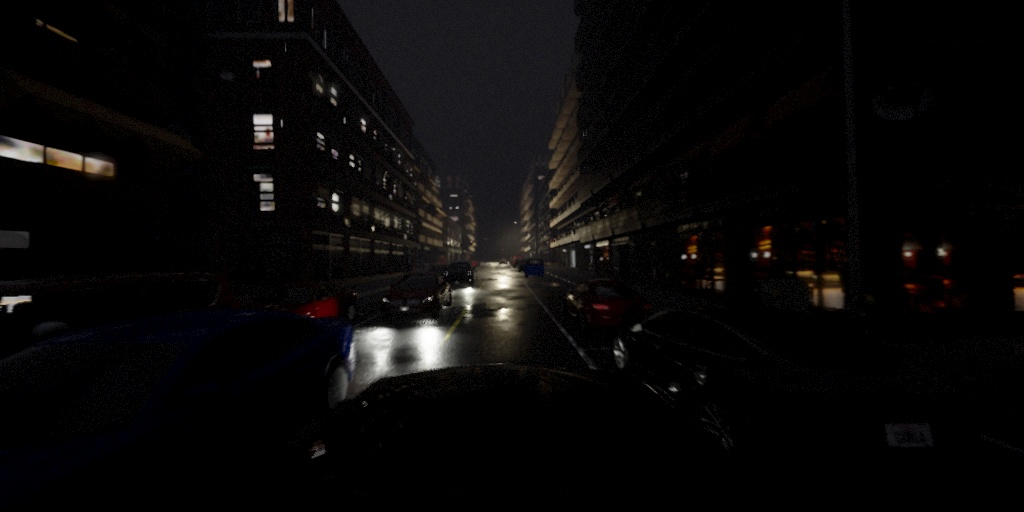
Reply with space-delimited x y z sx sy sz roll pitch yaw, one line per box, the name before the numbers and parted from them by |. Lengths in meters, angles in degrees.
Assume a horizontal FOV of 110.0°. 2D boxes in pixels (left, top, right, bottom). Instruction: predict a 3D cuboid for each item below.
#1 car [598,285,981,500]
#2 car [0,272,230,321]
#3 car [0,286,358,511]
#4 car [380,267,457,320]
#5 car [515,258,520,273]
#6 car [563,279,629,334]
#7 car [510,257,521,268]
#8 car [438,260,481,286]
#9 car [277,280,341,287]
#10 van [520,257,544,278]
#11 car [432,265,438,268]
car | 2.685 1.270 4.549 1.948 1.339 4.313 0 0 -2
car | -5.692 1.171 4.367 2.192 1.841 5.009 0 0 -2
car | -3.080 1.287 3.086 1.882 1.535 5.008 -1 0 -3
car | -3.338 1.337 13.235 1.812 1.442 4.674 -1 0 -2
car | 1.654 1.260 43.533 1.888 1.381 4.507 0 0 -2
car | 2.538 1.287 10.118 1.802 1.307 4.207 0 0 -2
car | 1.212 1.035 60.240 2.192 1.841 5.009 0 0 -2
car | -3.671 1.167 25.840 2.097 1.767 4.553 -1 0 -1
car | -5.840 1.403 9.937 1.888 1.381 4.507 0 0 -2
van | 1.948 1.052 32.396 1.690 1.789 3.998 0 0 -2
car | -6.428 1.430 32.213 1.948 1.339 4.313 0 0 -2
